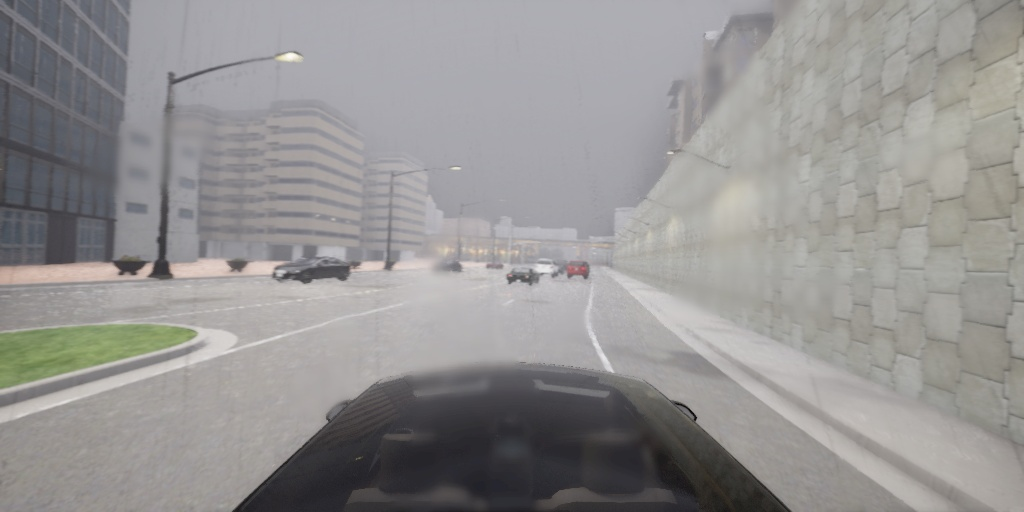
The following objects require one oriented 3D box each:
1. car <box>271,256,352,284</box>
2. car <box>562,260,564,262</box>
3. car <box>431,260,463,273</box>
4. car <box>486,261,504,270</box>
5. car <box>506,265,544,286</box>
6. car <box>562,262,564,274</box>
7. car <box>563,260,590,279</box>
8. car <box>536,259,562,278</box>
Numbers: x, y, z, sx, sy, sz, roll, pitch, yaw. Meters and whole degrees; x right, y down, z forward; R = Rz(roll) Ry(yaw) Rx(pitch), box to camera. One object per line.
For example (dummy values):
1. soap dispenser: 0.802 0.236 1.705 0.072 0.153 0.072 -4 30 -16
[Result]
1. car: -11.596 0.782 21.127 2.128 1.511 4.902 3 0 13
2. car: 8.679 1.754 61.740 2.150 2.045 5.566 3 0 13
3. car: -7.153 1.163 40.217 2.033 1.411 5.357 3 0 13
4. car: -2.790 1.554 58.774 1.895 1.301 4.718 3 0 13
5. car: 0.959 1.543 27.972 1.895 1.301 4.718 3 0 13
6. car: 6.409 1.908 51.991 1.994 1.385 4.181 3 0 13
7. car: 7.640 1.567 41.655 2.150 2.045 5.566 3 0 14
8. car: 4.080 1.394 41.730 2.150 2.045 5.566 3 0 13
